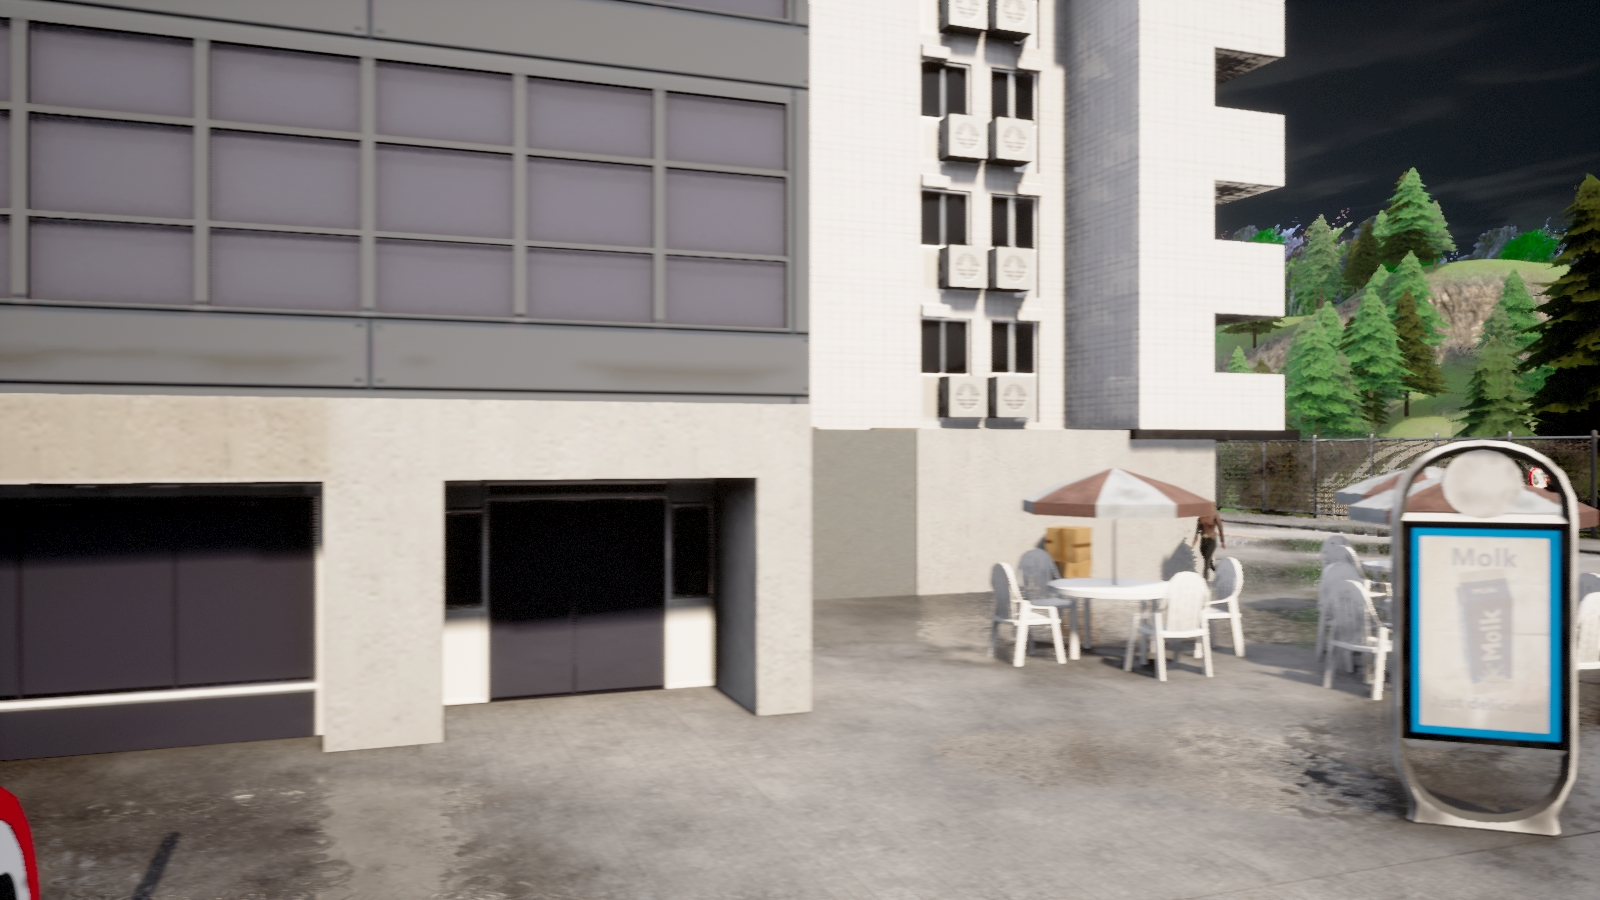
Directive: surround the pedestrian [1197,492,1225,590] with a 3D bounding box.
[{"bbox_3d":[8.006,1.765,22.239,0.375,1.860,0.375,0,0,-42],"label":"pedestrian"}]
